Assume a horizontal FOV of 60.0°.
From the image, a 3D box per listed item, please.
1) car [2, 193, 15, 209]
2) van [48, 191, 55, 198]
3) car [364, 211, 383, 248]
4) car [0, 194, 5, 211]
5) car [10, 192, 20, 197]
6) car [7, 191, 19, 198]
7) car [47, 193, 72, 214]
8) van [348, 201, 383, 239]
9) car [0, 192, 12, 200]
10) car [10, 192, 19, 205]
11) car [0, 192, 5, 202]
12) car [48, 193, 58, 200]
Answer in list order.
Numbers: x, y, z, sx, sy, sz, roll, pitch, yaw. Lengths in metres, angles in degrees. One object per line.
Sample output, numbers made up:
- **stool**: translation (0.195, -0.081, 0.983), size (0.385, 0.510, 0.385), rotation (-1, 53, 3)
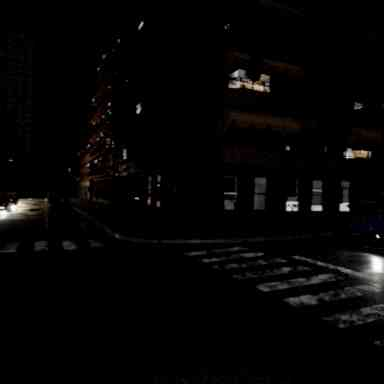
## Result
- **car**: translation (-20.517, 1.118, 35.548), size (1.895, 1.301, 4.718), rotation (2, 0, -23)
- **van**: translation (-36.752, 0.548, 86.939), size (1.690, 1.788, 3.998), rotation (1, 0, -24)
- **car**: translation (9.272, 1.537, 12.310), size (5.357, 1.411, 2.033), rotation (1, 1, -23)
- **car**: translation (-16.781, 1.104, 26.990), size (1.837, 1.490, 4.892), rotation (2, 0, -24)
- **car**: translation (-44.431, 0.581, 83.579), size (1.802, 1.307, 4.206), rotation (1, 0, -24)
- **car**: translation (-42.210, 0.595, 78.516), size (2.008, 1.369, 4.403), rotation (1, 0, -24)
- **car**: translation (-12.340, 1.164, 31.251), size (1.967, 1.590, 4.097), rotation (1, 0, -24)
- **van**: translation (8.941, 1.291, 15.000), size (3.998, 1.788, 1.690), rotation (1, 2, -24)
- **car**: translation (-35.553, 0.763, 63.329), size (1.802, 1.307, 4.206), rotation (1, 0, -24)
- **car**: translation (-24.518, 1.031, 44.850), size (1.895, 1.301, 4.718), rotation (2, 0, -23)
- **car**: translation (-31.045, 0.801, 53.048), size (1.752, 1.417, 4.829), rotation (1, 0, -24)
- **car**: translation (-30.098, 0.887, 71.752), size (1.887, 1.381, 4.507), rotation (1, 0, -24)
